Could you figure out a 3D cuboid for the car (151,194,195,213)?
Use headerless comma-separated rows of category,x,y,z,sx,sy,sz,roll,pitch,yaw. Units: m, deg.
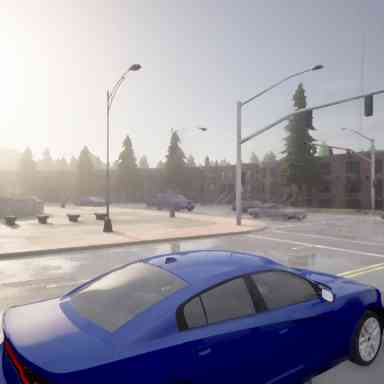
car,-2.042,1.223,38.285,2.150,2.045,5.566,0,0,-39

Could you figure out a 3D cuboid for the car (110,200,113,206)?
car,-14.832,1.478,52.953,5.008,1.535,1.882,0,0,26

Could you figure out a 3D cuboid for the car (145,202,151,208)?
car,-4.175,1.601,45.618,4.718,1.301,1.895,0,0,41

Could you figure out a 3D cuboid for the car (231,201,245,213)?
car,6.216,1.547,33.112,2.033,1.411,5.357,0,0,-37

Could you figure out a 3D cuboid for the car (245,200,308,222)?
car,6.770,1.601,26.431,1.895,1.301,4.718,0,0,-36

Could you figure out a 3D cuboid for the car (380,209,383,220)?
car,16.110,1.547,23.028,5.357,1.411,2.033,0,0,26

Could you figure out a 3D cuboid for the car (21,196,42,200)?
car,-29.901,1.505,60.665,4.892,1.490,1.837,0,0,5

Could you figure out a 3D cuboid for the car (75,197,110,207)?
car,-14.993,1.478,49.115,5.008,1.535,1.882,0,0,28

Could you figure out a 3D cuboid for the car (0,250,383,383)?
car,0.445,1.478,4.113,5.008,1.535,1.882,0,0,-35
